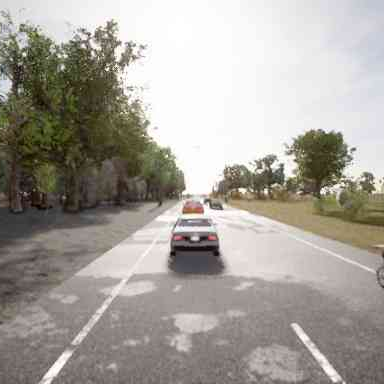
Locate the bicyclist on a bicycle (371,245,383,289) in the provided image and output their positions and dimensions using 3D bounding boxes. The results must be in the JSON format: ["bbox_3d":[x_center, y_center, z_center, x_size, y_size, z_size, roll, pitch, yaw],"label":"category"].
[{"bbox_3d":[4.488,1.473,7.308,0.866,1.612,1.509,0,0,0],"label":"bicyclist on a bicycle"}]

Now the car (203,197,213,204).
[{"bbox_3d":[3.522,1.868,73.112,1.837,1.490,4.892,0,0,0],"label":"car"}]

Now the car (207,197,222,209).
[{"bbox_3d":[3.616,1.804,51.347,2.033,1.411,5.357,0,0,0],"label":"car"}]

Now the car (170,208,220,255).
[{"bbox_3d":[0.101,1.615,13.603,2.033,1.411,5.357,0,0,0],"label":"car"}]

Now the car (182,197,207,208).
[{"bbox_3d":[0.108,1.518,33.469,2.097,1.767,4.553,0,0,0],"label":"car"}]
